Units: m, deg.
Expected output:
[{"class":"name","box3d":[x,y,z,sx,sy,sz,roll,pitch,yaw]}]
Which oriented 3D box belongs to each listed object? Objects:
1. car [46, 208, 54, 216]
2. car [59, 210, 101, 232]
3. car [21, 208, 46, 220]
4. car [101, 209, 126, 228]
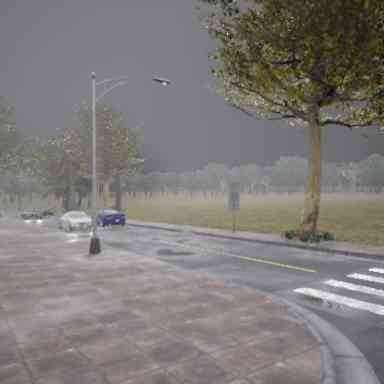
[{"class":"car","box3d":[-22.173,3.003,49.755,1.895,1.301,4.718,-1,-1,-35]},{"class":"car","box3d":[-8.995,2.231,25.842,1.812,1.442,4.674,-1,-1,-35]},{"class":"car","box3d":[-20.355,2.805,42.201,1.994,1.385,4.181,-1,-1,-35]},{"class":"car","box3d":[-7.418,2.194,28.724,1.882,1.535,5.008,-1,-1,-35]}]
